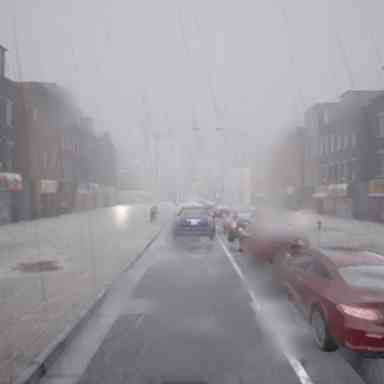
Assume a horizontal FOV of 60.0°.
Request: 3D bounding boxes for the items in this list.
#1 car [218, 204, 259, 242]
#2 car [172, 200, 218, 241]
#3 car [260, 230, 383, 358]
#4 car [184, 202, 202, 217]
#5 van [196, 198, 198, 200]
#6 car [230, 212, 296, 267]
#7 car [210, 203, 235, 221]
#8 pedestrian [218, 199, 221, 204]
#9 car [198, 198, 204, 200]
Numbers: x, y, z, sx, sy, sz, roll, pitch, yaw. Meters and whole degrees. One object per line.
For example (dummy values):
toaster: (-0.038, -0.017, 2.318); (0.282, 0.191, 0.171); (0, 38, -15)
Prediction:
car: (2.629, 1.581, 17.228); (1.967, 1.590, 4.097); (-1, -1, 0)
car: (0.099, 1.500, 17.836); (2.097, 1.767, 4.553); (0, 0, 0)
car: (2.631, 1.628, 5.975); (1.802, 1.307, 4.206); (-1, 0, 0)
car: (0.113, 1.853, 35.628); (1.812, 1.442, 4.674); (0, -1, 0)
van: (2.621, 2.456, 89.188); (1.690, 1.788, 3.998); (-1, -1, 0)
car: (2.630, 1.636, 11.601); (1.887, 1.381, 4.507); (-1, -1, 0)
car: (2.750, 1.803, 30.883); (1.812, 1.442, 4.674); (0, -1, 0)
pedestrian: (2.751, 1.600, 33.714); (0.375, 1.860, 0.375); (-1, 0, 0)
car: (2.627, 2.221, 62.230); (2.008, 1.369, 4.403); (-1, -1, 0)
